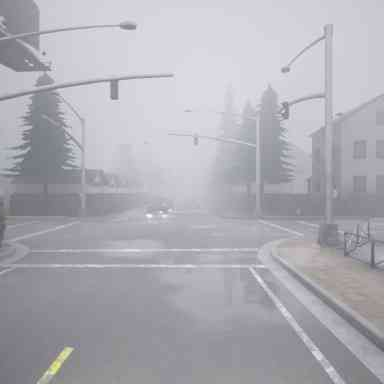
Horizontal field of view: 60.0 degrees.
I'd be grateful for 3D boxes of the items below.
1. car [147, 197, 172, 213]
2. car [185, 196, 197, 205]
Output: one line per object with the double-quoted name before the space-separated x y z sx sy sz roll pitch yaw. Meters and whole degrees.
"car" -3.686 1.352 36.990 2.097 1.767 4.553 0 0 0
"car" -0.140 1.491 59.194 2.128 1.511 4.902 0 0 0
